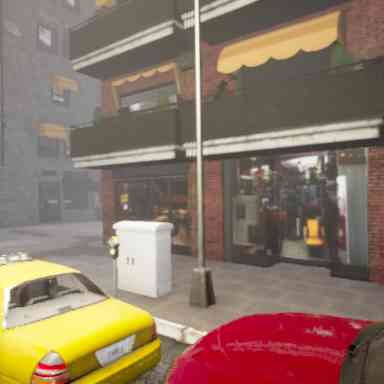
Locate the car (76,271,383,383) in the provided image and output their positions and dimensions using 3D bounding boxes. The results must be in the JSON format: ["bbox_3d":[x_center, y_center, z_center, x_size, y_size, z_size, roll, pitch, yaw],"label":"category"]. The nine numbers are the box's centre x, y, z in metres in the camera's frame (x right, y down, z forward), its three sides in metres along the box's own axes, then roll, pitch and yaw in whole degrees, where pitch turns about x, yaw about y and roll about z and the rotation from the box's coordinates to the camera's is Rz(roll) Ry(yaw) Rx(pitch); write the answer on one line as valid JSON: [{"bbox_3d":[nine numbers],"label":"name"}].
[{"bbox_3d":[2.040,1.316,1.290,5.009,1.841,2.192,0,-1,36],"label":"car"}]

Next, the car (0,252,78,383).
[{"bbox_3d":[-2.627,1.523,4.614,4.829,1.417,1.752,0,-1,36],"label":"car"}]
